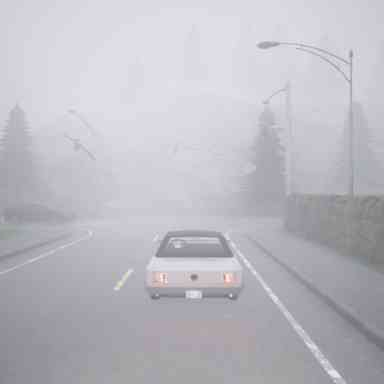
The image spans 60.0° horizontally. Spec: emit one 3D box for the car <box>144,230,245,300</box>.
[{"bbox_3d":[0.058,1.601,8.353,1.895,1.301,4.718,0,0,0],"label":"car"}]

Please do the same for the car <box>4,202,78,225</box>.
[{"bbox_3d":[-10.716,1.506,23.762,4.892,1.490,1.837,0,0,1],"label":"car"}]
